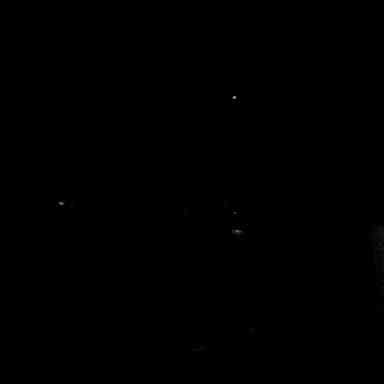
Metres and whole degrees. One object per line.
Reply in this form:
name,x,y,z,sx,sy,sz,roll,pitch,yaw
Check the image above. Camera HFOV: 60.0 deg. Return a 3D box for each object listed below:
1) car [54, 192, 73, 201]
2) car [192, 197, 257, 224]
car,-20.283,0.633,52.384,1.895,1.301,4.718,-2,2,-36
car,1.980,1.114,21.633,1.882,1.535,5.008,-2,2,-36
